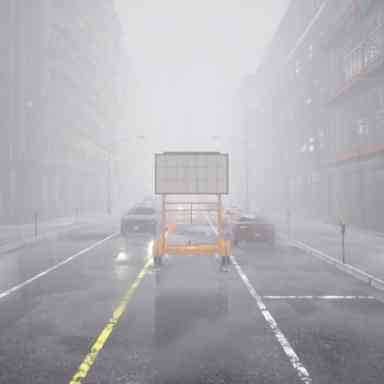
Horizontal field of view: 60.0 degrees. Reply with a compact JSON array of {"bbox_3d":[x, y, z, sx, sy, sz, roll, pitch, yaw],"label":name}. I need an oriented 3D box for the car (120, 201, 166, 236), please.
[{"bbox_3d":[-2.752,1.501,18.919,1.882,1.535,5.008,0,0,0],"label":"car"}]

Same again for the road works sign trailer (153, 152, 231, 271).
[{"bbox_3d":[-0.013,0.475,10.984,2.380,3.560,2.880,0,0,0],"label":"road works sign trailer"}]

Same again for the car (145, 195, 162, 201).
[{"bbox_3d":[-5.294,1.397,43.030,2.192,1.841,5.009,2,0,0],"label":"car"}]

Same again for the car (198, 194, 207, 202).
[{"bbox_3d":[2.545,1.549,81.684,2.192,1.841,5.009,1,0,0],"label":"car"}]

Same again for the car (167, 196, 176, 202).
[{"bbox_3d":[-5.308,1.828,87.273,1.947,1.339,4.313,1,0,0],"label":"car"}]

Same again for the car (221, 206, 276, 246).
[{"bbox_3d":[2.584,1.563,15.314,1.887,1.381,4.507,1,0,0],"label":"car"}]

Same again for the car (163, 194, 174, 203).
[{"bbox_3d":[-5.300,1.524,76.211,2.192,1.841,5.009,1,0,0],"label":"car"}]

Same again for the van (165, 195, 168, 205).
[{"bbox_3d":[-5.297,1.458,54.089,1.690,1.788,3.998,2,0,0],"label":"van"}]

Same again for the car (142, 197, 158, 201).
[{"bbox_3d":[-5.299,1.592,37.328,1.752,1.417,4.829,2,0,0],"label":"car"}]

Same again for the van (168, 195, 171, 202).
[{"bbox_3d":[-5.298,1.479,59.621,1.690,1.788,3.998,1,0,0],"label":"van"}]

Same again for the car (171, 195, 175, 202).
[{"bbox_3d":[-5.299,1.499,70.682,2.192,1.841,5.009,1,0,0],"label":"car"}]

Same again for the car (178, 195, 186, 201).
[{"bbox_3d":[-2.761,1.627,89.716,2.097,1.767,4.553,0,0,0],"label":"car"}]

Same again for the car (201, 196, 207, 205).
[{"bbox_3d":[2.579,1.633,42.968,2.008,1.369,4.403,1,0,0],"label":"car"}]

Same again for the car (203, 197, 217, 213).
[{"bbox_3d":[2.580,1.612,37.436,1.887,1.381,4.507,1,0,0],"label":"car"}]

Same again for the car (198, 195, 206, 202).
[{"bbox_3d":[2.578,1.682,59.560,1.887,1.381,4.507,1,0,0],"label":"car"}]

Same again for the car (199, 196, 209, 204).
[{"bbox_3d":[2.586,1.624,70.622,1.967,1.590,4.097,1,0,0],"label":"car"}]

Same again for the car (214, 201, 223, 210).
[{"bbox_3d":[2.583,1.553,21.016,1.752,1.417,4.829,1,0,0],"label":"car"}]
